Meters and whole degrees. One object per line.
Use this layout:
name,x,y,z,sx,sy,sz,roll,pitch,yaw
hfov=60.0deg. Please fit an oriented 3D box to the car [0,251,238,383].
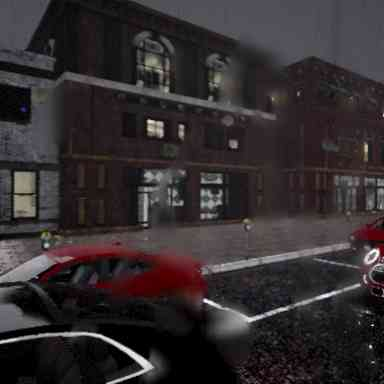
car,-1.900,1.508,2.021,4.892,1.490,1.837,0,0,-35

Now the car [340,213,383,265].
car,7.410,1.516,11.842,4.507,1.381,1.887,0,0,-36

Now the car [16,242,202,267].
car,-1.864,1.541,5.224,4.507,1.381,1.887,0,1,-36

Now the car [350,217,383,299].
car,5.701,1.332,7.324,4.553,1.767,2.097,0,0,-36
